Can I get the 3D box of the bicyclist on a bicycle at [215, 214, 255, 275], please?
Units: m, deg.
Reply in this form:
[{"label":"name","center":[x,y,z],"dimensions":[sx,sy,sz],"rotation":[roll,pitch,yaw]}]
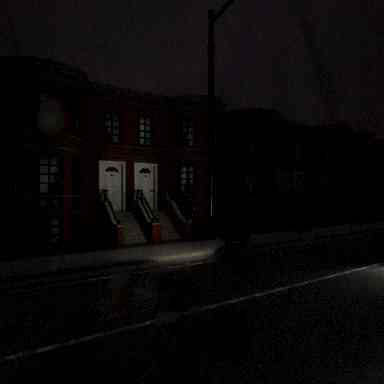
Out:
[{"label":"bicyclist on a bicycle","center":[1.168,1.455,9.373],"dimensions":[0.582,1.620,1.656],"rotation":[0,-2,-35]}]
